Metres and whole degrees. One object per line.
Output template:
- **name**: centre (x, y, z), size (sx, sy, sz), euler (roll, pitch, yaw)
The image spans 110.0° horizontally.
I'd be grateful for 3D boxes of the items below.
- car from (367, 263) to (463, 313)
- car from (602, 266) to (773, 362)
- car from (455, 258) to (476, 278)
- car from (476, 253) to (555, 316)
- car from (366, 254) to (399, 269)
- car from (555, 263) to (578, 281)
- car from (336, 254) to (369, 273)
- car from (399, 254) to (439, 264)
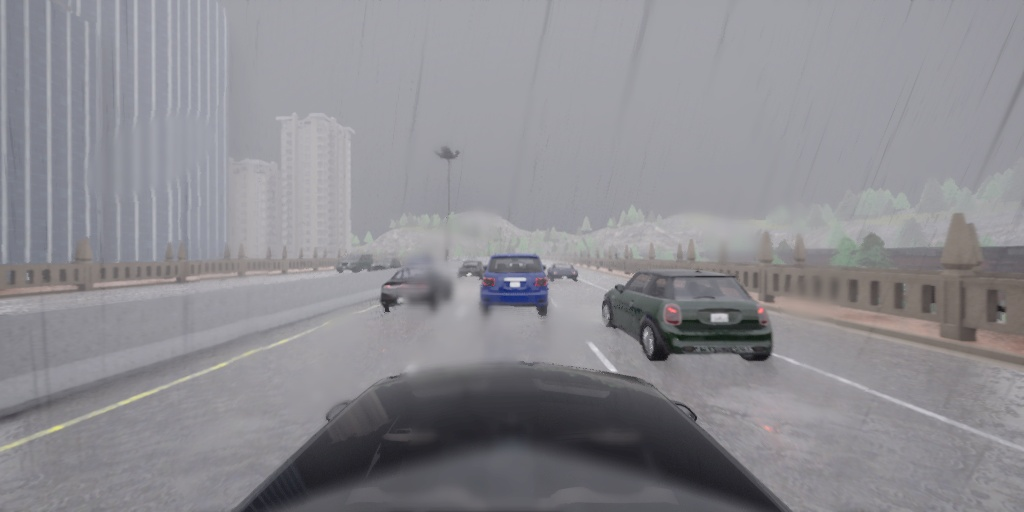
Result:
- **car**: centre (-3.392, 1.184, 13.627), size (2.128, 1.511, 4.902), euler (0, 0, 0)
- **car**: centre (3.579, 1.070, 8.290), size (2.097, 1.767, 4.553), euler (0, 0, 0)
- **car**: centre (-3.122, 1.124, 29.386), size (1.837, 1.490, 4.892), euler (0, 0, 2)
- **car**: centre (0.106, 0.917, 13.185), size (2.150, 2.045, 5.566), euler (0, 0, 0)
- **car**: centre (-13.547, 0.926, 38.926), size (2.097, 1.767, 4.553), euler (0, 0, 2)
- **car**: centre (3.836, 1.227, 27.771), size (1.895, 1.301, 4.718), euler (0, 0, 2)
- **car**: centre (-17.036, 0.793, 39.310), size (2.150, 2.045, 5.566), euler (0, 0, 2)
- **car**: centre (-10.040, 0.793, 39.188), size (2.150, 2.045, 5.566), euler (0, 0, 2)
